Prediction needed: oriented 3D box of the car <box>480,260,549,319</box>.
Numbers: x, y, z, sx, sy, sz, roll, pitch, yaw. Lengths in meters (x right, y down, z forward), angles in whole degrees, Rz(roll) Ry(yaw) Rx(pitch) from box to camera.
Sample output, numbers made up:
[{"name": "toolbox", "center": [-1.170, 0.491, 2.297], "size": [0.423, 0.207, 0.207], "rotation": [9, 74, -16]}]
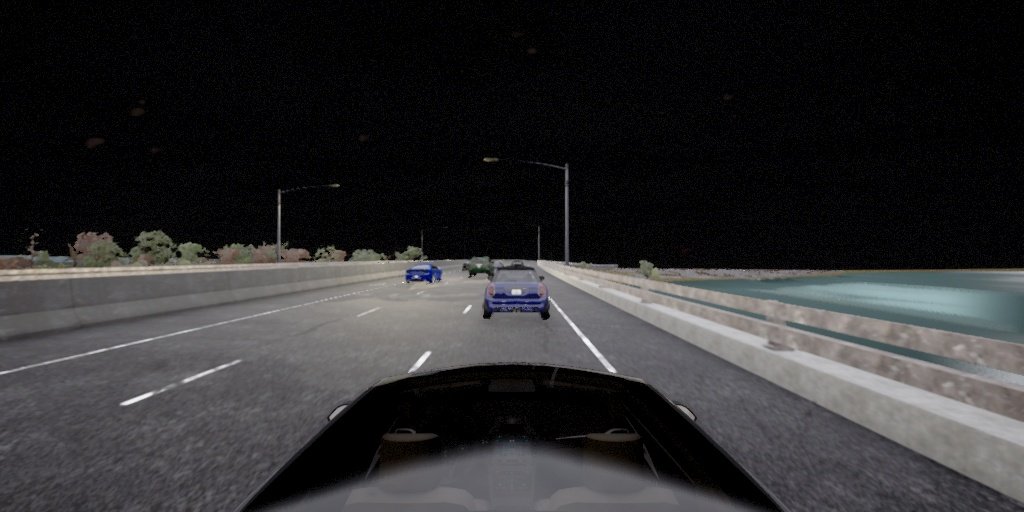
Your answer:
[{"name": "car", "center": [0.153, 1.136, 13.180], "size": [2.097, 1.767, 4.553], "rotation": [0, 0, 0]}]

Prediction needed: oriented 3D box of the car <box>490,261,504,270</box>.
[{"name": "car", "center": [-2.428, 1.532, 58.238], "size": [1.994, 1.385, 4.181], "rotation": [0, 0, 2]}]

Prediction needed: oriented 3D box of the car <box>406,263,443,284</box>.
[{"name": "car", "center": [-6.685, 1.313, 27.696], "size": [1.882, 1.535, 5.008], "rotation": [0, 0, 1]}]

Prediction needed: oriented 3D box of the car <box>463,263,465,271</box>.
[{"name": "car", "center": [-6.092, 1.421, 53.320], "size": [1.882, 1.535, 5.008], "rotation": [0, 0, 2]}]

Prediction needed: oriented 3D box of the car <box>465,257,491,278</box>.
[{"name": "car", "center": [-3.029, 1.089, 36.251], "size": [2.150, 2.045, 5.566], "rotation": [0, 0, 1]}]

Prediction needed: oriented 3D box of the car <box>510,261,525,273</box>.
[{"name": "car", "center": [0.725, 1.418, 46.869], "size": [1.837, 1.490, 4.892], "rotation": [0, 0, 2]}]
